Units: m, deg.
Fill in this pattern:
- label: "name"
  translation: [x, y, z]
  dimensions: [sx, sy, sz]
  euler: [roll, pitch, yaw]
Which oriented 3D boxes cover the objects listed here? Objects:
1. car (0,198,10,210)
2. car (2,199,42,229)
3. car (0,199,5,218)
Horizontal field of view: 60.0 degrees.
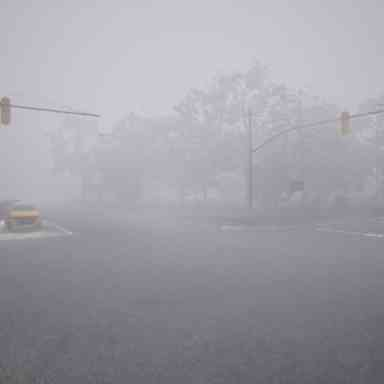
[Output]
- label: "car"
  translation: [-24.837, 1.524, 43.052]
  dimensions: [1.895, 1.301, 4.718]
  euler: [0, 0, -34]
- label: "car"
  translation: [-11.150, 1.473, 21.905]
  dimensions: [1.882, 1.535, 5.008]
  euler: [0, 0, -32]
- label: "car"
  translation: [-16.245, 1.476, 29.923]
  dimensions: [2.128, 1.511, 4.902]
  euler: [0, 0, -33]
